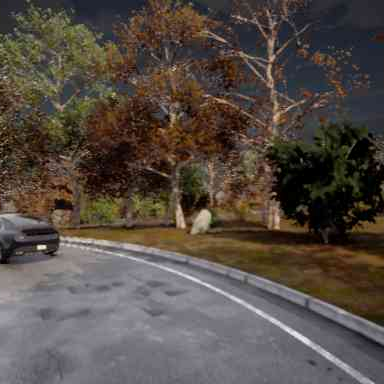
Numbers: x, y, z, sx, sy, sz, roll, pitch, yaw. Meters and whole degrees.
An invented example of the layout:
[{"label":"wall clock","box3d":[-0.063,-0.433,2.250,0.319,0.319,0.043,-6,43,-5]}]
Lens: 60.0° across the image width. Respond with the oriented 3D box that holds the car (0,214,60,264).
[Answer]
[{"label":"car","box3d":[-6.805,1.590,12.302,4.892,1.490,1.837,-1,-2,38]}]
